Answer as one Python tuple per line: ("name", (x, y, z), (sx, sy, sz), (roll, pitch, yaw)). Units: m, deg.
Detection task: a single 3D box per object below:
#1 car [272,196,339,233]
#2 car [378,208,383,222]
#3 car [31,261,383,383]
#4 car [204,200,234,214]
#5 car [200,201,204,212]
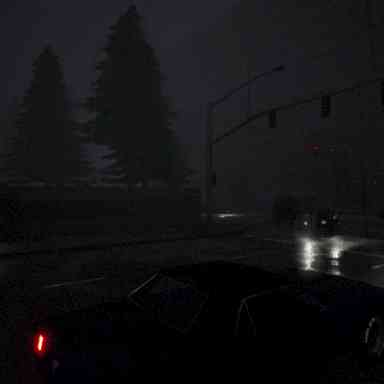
("car", (6.739, 1.275, 20.425), (2.150, 2.045, 5.566), (1, 0, -6))
("car", (15.284, 1.541, 22.333), (4.892, 1.490, 1.837), (0, 2, 25))
("car", (0.670, 1.601, 4.260), (4.718, 1.301, 1.895), (0, 0, -35))
("car", (2.187, 1.603, 36.382), (2.033, 1.411, 5.357), (0, 0, -35))
("car", (-1.177, 1.581, 35.117), (1.812, 1.442, 4.674), (0, 0, -35))
